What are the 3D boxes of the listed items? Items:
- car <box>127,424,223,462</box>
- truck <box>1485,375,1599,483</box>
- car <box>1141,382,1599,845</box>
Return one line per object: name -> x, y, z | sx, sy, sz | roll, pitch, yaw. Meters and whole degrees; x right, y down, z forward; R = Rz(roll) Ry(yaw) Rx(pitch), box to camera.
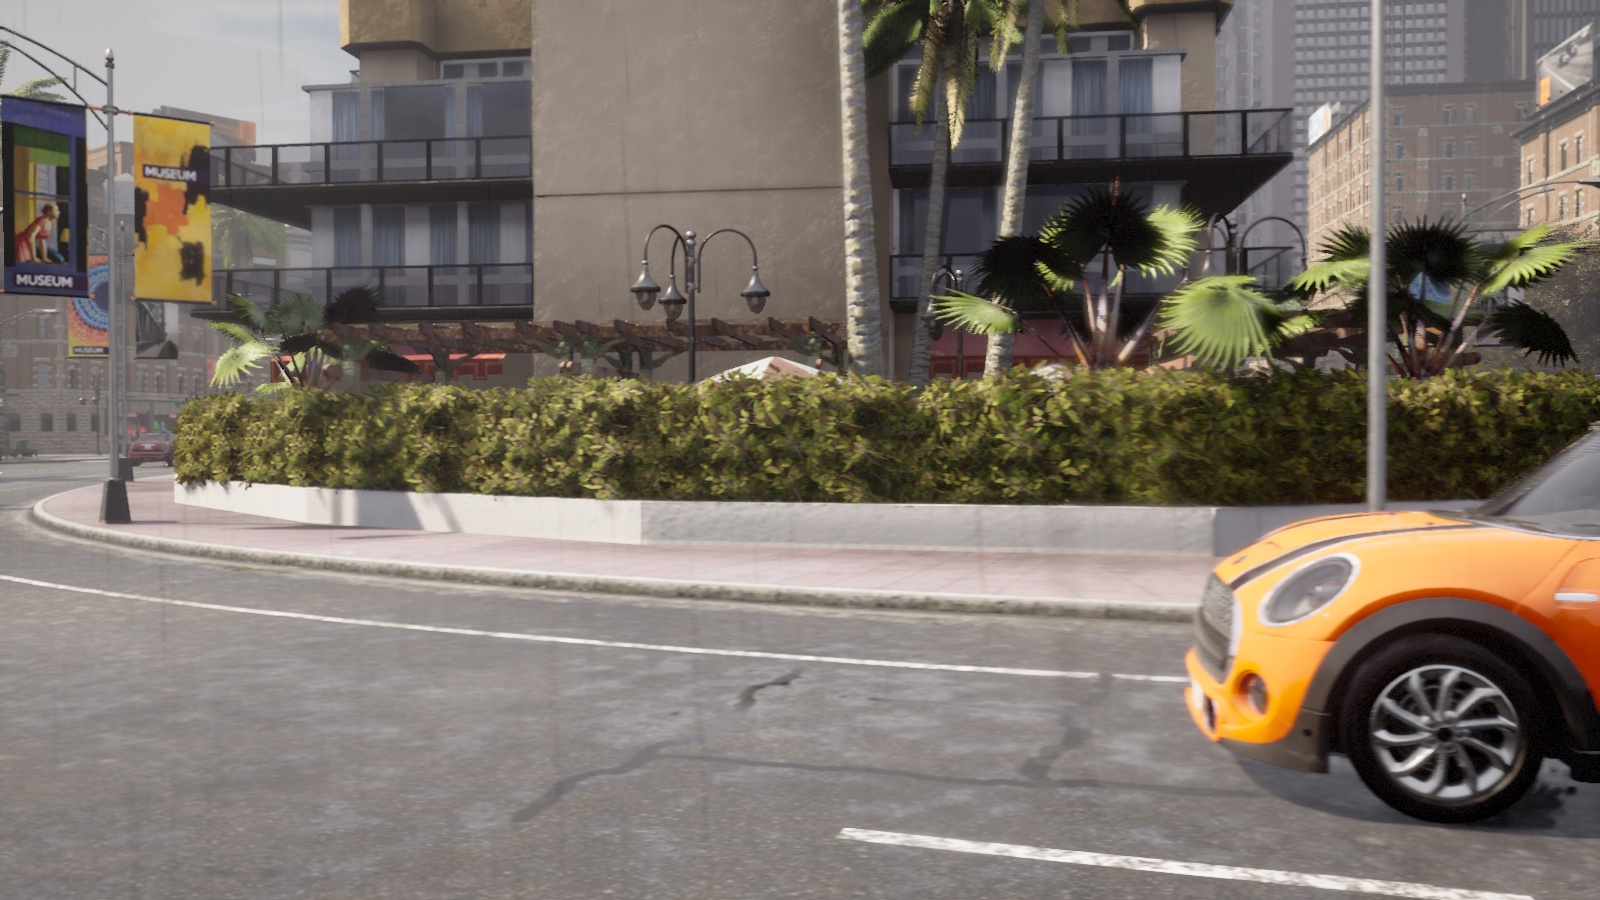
car -> -29.980, -0.349, 60.400 | 2.097, 1.767, 4.553 | 0, 1, 4
truck -> 27.244, -0.711, 44.093 | 2.891, 3.462, 7.936 | 0, 1, 8
car -> 3.949, 0.616, 5.663 | 4.553, 1.767, 2.097 | 0, 1, 13
